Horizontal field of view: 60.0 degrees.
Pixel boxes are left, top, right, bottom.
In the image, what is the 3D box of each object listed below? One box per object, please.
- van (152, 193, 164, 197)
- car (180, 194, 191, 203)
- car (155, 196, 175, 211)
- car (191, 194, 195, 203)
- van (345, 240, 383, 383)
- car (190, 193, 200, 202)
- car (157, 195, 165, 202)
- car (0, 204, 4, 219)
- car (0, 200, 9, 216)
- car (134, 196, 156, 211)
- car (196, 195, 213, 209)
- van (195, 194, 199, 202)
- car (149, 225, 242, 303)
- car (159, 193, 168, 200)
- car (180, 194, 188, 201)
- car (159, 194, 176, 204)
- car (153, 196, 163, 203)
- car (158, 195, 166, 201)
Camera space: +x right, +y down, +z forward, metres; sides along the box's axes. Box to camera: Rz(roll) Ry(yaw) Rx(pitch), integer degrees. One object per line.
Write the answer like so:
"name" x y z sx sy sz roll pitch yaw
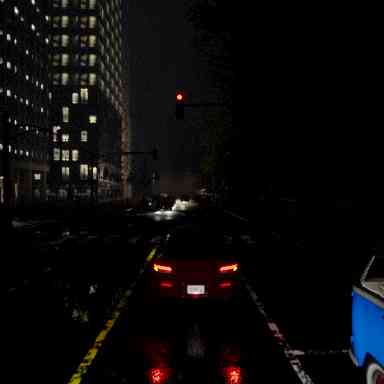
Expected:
"van" -6.637 1.314 61.926 1.690 1.788 3.998 0 0 -2
"car" -1.495 1.552 70.602 1.895 1.301 4.718 0 0 -2
"car" -3.415 1.551 40.418 1.994 1.385 4.181 0 0 -3
"car" 1.171 1.492 68.013 1.752 1.417 4.829 0 0 -2
"van" 2.558 1.341 2.132 1.690 1.788 3.998 0 0 0
"car" 0.724 1.271 78.931 2.192 1.841 5.009 0 0 -3
"car" -7.292 1.501 78.556 1.887 1.381 4.507 0 0 -2
"car" -15.583 1.347 22.841 4.892 1.490 1.837 0 0 1
"car" -18.226 1.377 28.493 4.206 1.307 1.802 1 0 3
"car" -5.840 1.539 39.755 2.008 1.369 4.403 0 0 -1
"car" 1.890 1.510 45.847 1.752 1.417 4.829 0 0 -2
"van" 1.738 1.322 51.219 1.690 1.788 3.998 0 0 -2
"car" 0.052 1.525 8.067 1.812 1.442 4.674 0 0 0
"car" -8.094 1.252 95.181 2.192 1.841 5.009 0 0 -3
"car" -1.916 1.264 80.577 1.882 1.535 5.008 0 0 -3
"car" -3.659 1.486 50.453 1.837 1.490 4.892 0 0 -1
"car" -6.839 1.513 67.469 1.887 1.381 4.507 0 0 -2
"car" -7.544 1.532 84.100 1.802 1.307 4.206 0 0 -3
